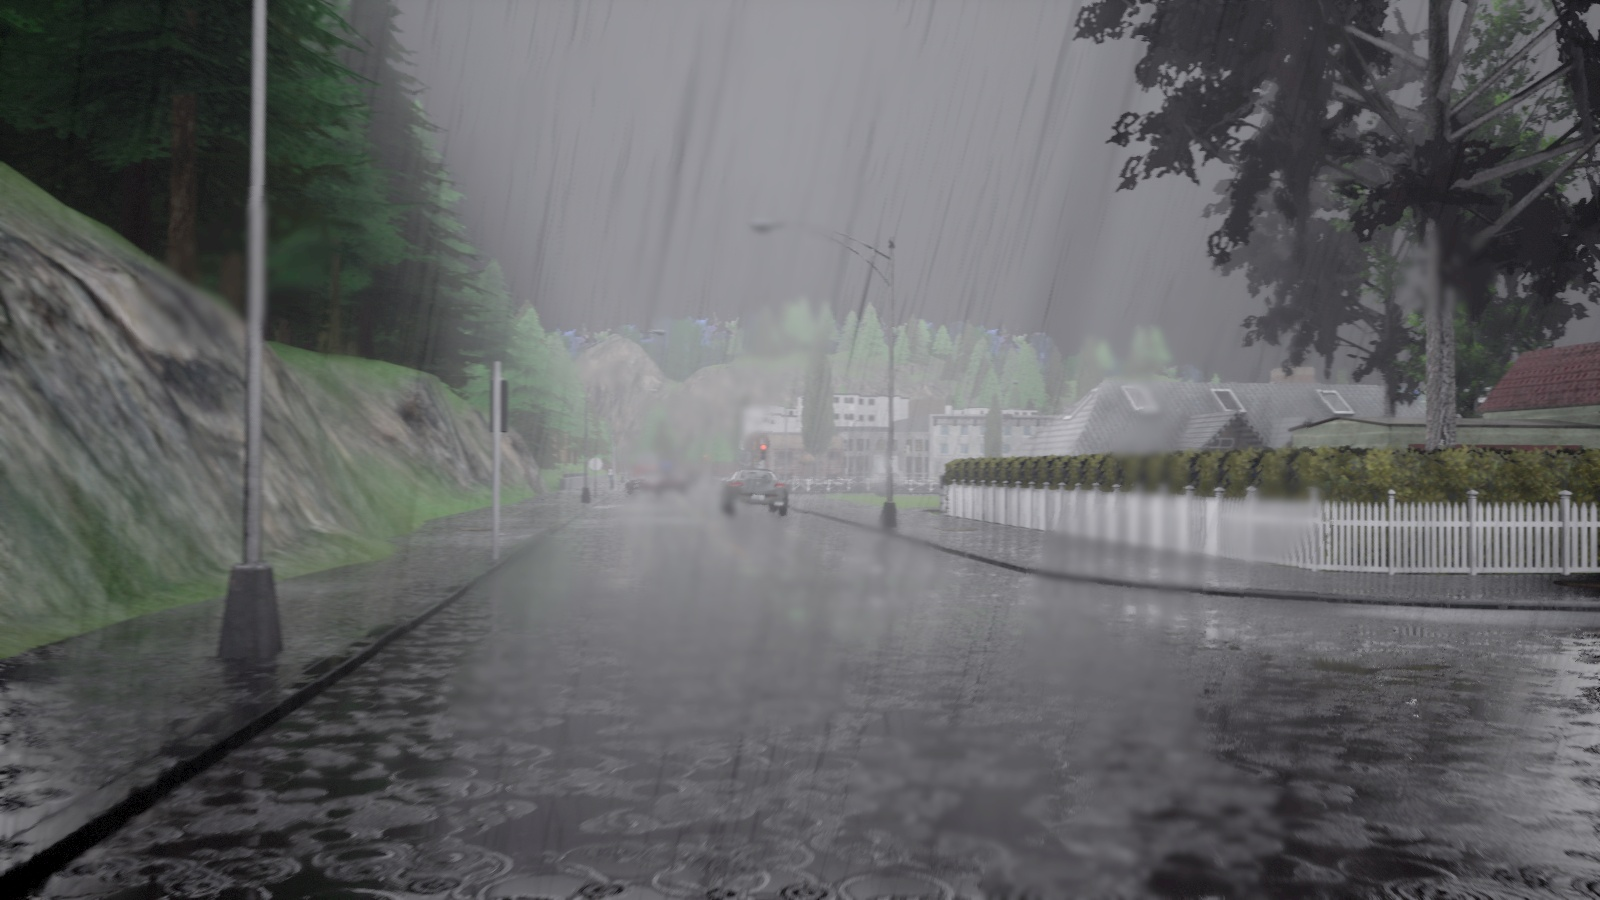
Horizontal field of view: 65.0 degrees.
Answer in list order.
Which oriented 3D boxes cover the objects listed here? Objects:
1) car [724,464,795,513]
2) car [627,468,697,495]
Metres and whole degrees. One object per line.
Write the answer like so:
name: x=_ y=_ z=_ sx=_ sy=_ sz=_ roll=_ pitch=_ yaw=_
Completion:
car: x=-1.521 y=1.353 z=45.040 sx=2.152 sy=1.651 sz=5.027 roll=0 pitch=-1 yaw=-7
car: x=-8.487 y=1.922 z=77.842 sx=2.152 sy=1.651 sz=5.027 roll=-1 pitch=-1 yaw=22
